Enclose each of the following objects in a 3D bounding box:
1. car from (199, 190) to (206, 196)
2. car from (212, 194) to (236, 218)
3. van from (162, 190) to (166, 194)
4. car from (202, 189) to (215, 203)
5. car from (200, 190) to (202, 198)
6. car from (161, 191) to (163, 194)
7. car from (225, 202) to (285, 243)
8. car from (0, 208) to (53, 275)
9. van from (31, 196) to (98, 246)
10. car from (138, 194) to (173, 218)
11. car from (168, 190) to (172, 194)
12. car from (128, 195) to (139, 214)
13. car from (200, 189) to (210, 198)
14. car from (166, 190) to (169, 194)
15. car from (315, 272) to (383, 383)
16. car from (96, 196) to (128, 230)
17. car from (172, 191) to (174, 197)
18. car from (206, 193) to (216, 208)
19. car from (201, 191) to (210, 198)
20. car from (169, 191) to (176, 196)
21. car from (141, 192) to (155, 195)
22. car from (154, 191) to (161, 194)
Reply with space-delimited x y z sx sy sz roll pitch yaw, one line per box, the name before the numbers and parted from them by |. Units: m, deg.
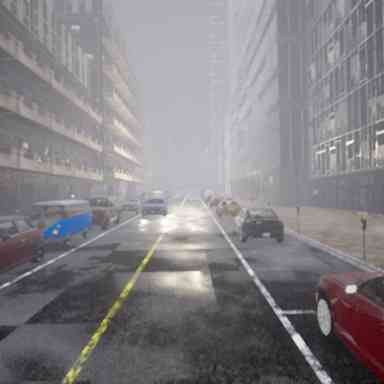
car | 2.920 0.209 92.129 1.967 1.590 4.097 0 1 0
car | 2.782 1.149 25.731 1.752 1.417 4.829 0 1 0
van | -5.514 0.761 53.229 1.690 1.788 3.998 0 1 0
car | 2.828 0.784 47.751 1.967 1.590 4.097 0 1 0
car | 2.851 0.766 58.847 1.947 1.339 4.313 0 1 0
car | -5.562 1.020 47.514 1.752 1.417 4.829 0 1 0
car | 2.759 1.318 14.467 2.008 1.369 4.403 0 1 0
car | -5.631 1.425 8.861 1.967 1.590 4.097 0 1 0
van | -5.619 1.256 14.406 1.690 1.788 3.998 0 1 0
car | -2.920 1.181 27.336 1.882 1.535 5.008 -1 1 0
car | -5.484 0.859 64.323 1.802 1.307 4.206 0 1 0
car | -5.585 1.255 31.046 2.008 1.369 4.403 0 1 0
car | 2.885 0.300 75.486 2.192 1.841 5.009 0 1 0
car | -5.496 0.876 58.607 1.752 1.417 4.829 0 1 0
car | 2.736 1.452 3.372 1.887 1.381 4.507 0 1 0
car | -5.608 1.160 19.951 2.192 1.841 5.009 0 1 0
car | -5.472 0.520 69.867 2.192 1.841 5.009 0 1 0
car | 2.805 1.067 36.657 1.802 1.307 4.206 0 1 0
car | 2.874 0.580 70.112 1.752 1.417 4.829 0 1 0
car | -5.427 0.499 92.056 1.802 1.307 4.206 0 1 0
car | -5.574 1.074 36.592 1.967 1.590 4.097 0 1 0
car | -5.565 0.878 42.136 2.192 1.841 5.009 0 1 0
